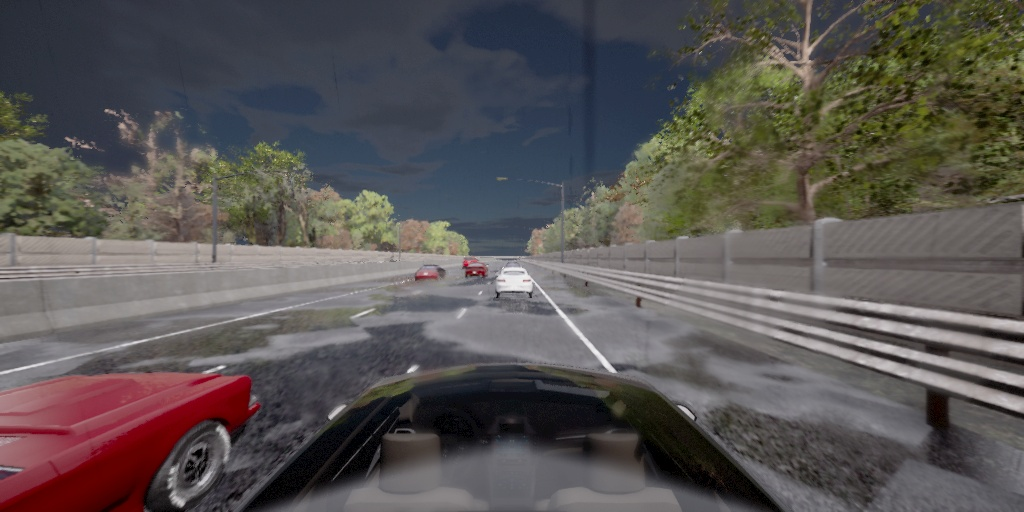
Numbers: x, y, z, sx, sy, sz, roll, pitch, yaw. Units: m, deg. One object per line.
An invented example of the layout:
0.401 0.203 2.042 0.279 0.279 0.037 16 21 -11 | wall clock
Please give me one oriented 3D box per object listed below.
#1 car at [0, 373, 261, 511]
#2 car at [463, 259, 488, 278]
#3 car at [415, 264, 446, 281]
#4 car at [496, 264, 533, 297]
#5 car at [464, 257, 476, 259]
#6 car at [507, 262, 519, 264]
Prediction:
-3.401 1.350 1.355 1.895 1.301 4.718 0 0 0 | car
-3.397 1.326 34.993 1.882 1.535 5.008 0 0 0 | car
-6.899 1.397 30.690 1.994 1.385 4.181 0 0 0 | car
0.105 1.323 19.223 1.812 1.442 4.674 0 0 0 | car
-6.897 1.168 59.837 2.150 2.045 5.566 0 0 0 | car
0.095 1.417 40.649 2.033 1.411 5.357 0 0 0 | car
